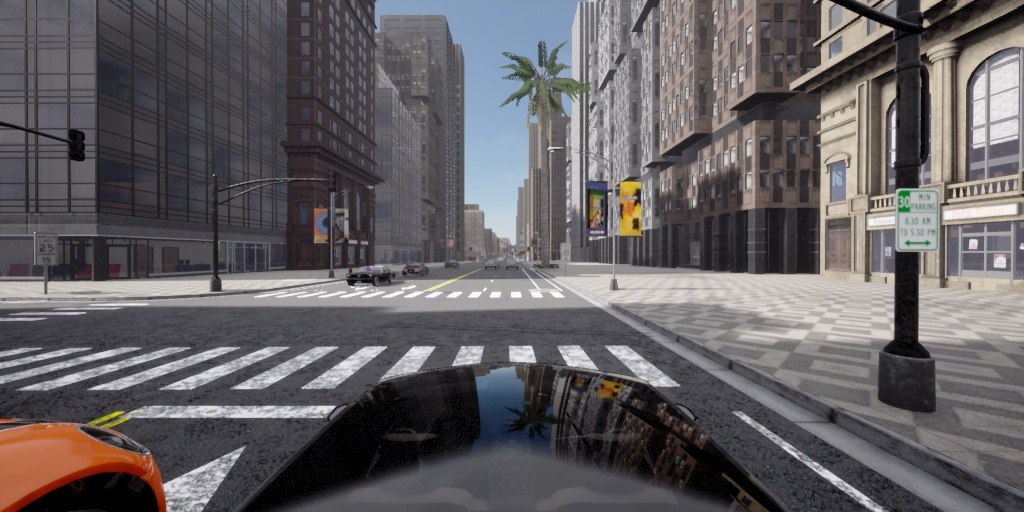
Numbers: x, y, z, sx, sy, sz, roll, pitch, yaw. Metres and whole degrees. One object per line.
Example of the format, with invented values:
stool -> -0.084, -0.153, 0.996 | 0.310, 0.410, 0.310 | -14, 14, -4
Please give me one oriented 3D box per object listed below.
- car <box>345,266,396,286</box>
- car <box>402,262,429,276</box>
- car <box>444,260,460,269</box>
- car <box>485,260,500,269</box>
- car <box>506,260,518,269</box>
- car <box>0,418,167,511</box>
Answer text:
car -> -9.840, 1.356, 25.262 | 1.895, 1.301, 4.718 | 0, 0, 0
car -> -9.833, 1.325, 36.828 | 1.994, 1.385, 4.181 | 0, 0, 0
car -> -9.744, 1.341, 58.517 | 2.033, 1.411, 5.357 | 0, 0, 0
car -> -3.226, 1.335, 55.736 | 2.033, 1.411, 5.357 | 0, 0, 0
car -> 0.024, 1.335, 55.734 | 2.033, 1.411, 5.357 | 0, 0, 0
car -> -3.150, 1.102, 0.256 | 2.097, 1.767, 4.553 | 0, 0, 0
